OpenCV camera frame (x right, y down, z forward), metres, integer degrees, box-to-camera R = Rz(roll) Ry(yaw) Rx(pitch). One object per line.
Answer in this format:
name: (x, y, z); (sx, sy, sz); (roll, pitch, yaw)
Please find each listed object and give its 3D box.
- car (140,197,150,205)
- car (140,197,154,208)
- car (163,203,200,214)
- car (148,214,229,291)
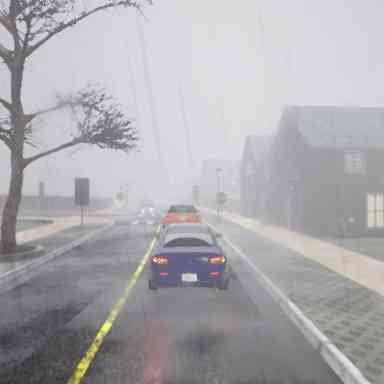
car: (-9.283, 1.792, 65.526); (1.812, 1.442, 4.674); (0, 0, -10)
car: (-6.778, 1.773, 50.474); (1.994, 1.385, 4.181); (0, 0, -8)
car: (-0.598, 1.434, 19.256); (2.097, 1.767, 4.553); (0, 0, -3)
car: (-0.120, 1.565, 8.988); (1.812, 1.442, 4.674); (0, 0, -2)
